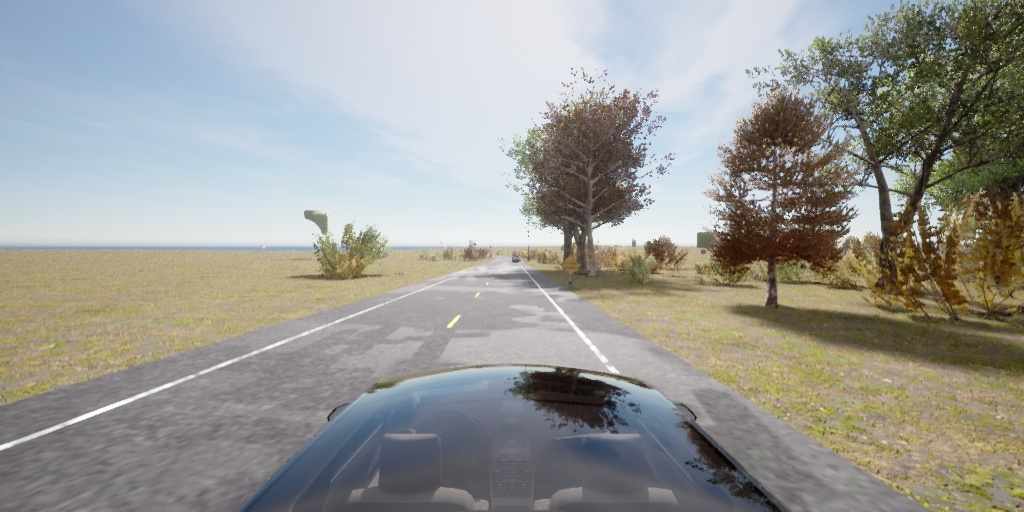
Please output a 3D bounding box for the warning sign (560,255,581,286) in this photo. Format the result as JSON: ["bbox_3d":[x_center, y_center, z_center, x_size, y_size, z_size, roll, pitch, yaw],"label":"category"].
[{"bbox_3d":[3.550,0.836,21.917,1.300,1.860,1.060,0,0,0],"label":"warning sign"}]
